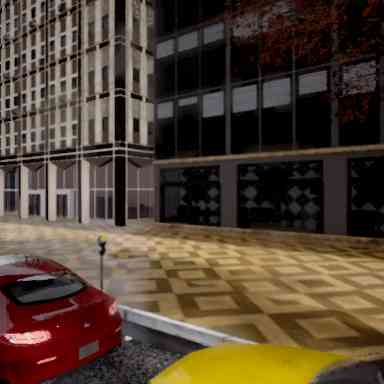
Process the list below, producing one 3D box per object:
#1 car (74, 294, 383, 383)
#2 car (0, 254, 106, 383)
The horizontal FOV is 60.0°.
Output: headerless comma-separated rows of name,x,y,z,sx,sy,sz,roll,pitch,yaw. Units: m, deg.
car,1.651,1.524,1.697,4.829,1.417,1.752,0,0,35
car,-2.830,1.595,4.883,4.206,1.307,1.802,0,0,35
